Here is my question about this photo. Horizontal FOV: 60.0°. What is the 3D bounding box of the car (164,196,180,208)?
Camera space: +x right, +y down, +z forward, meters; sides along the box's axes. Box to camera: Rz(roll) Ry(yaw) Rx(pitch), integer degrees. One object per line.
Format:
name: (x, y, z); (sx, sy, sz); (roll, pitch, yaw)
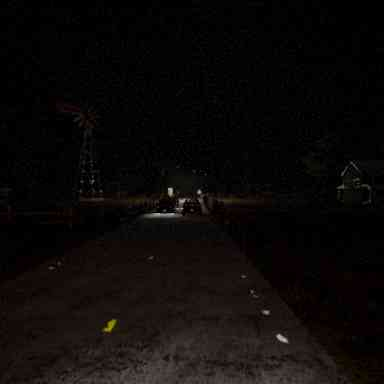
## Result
car: (-2.745, 1.409, 46.530); (1.837, 1.490, 4.892); (0, 0, 0)

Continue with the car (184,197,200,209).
car: (0.028, 1.419, 43.769); (2.033, 1.411, 5.357); (0, 0, 0)

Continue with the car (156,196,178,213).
car: (-2.746, 1.445, 35.717); (2.033, 1.411, 5.357); (0, 0, 0)

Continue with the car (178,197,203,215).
car: (0.016, 1.402, 32.098); (2.128, 1.511, 4.902); (0, 0, 0)
